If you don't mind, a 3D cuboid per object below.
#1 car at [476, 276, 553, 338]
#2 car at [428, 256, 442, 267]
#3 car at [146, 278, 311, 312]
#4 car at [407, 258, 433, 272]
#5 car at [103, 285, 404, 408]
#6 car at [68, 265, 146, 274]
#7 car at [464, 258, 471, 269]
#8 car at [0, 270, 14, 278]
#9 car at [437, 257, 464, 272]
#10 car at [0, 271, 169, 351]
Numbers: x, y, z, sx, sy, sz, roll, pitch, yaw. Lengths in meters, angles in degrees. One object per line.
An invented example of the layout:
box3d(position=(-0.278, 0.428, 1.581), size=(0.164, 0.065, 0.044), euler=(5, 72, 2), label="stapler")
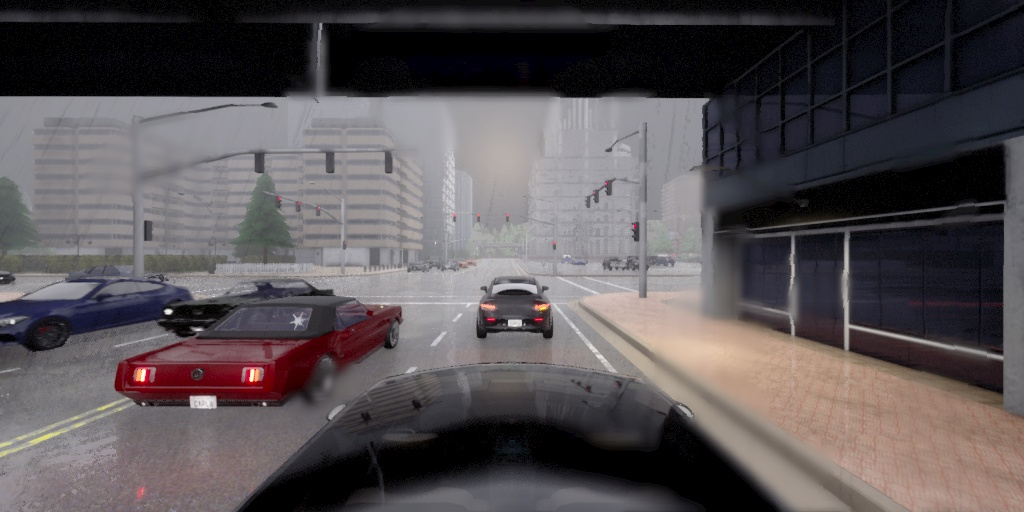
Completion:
box3d(position=(0.071, 1.275, 10.004), size=(1.812, 1.442, 4.674), euler=(0, 0, 0), label="car")
box3d(position=(-11.656, 0.969, 53.975), size=(2.150, 2.045, 5.566), euler=(0, 0, -1), label="car")
box3d(position=(-7.125, 1.350, 10.320), size=(1.895, 1.301, 4.718), euler=(0, 0, 0), label="car")
box3d(position=(-11.582, 1.313, 44.610), size=(1.994, 1.385, 4.181), euler=(0, 0, 0), label="car")
box3d(position=(-3.440, 1.351, 6.237), size=(1.895, 1.301, 4.718), euler=(0, 0, 0), label="car")
box3d(position=(-26.679, 1.297, 24.285), size=(5.357, 1.411, 2.033), euler=(0, 0, 0), label="car")
box3d(position=(-8.173, 1.100, 56.317), size=(2.097, 1.767, 4.553), euler=(0, 0, 0), label="car")
box3d(position=(-36.882, 1.254, 24.227), size=(4.892, 1.490, 1.837), euler=(0, 0, 0), label="car")
box3d(position=(-8.107, 1.240, 47.406), size=(2.128, 1.511, 4.902), euler=(0, 0, 0), label="car")
box3d(position=(-10.627, 1.275, 9.105), size=(1.812, 1.442, 4.674), euler=(0, 0, 0), label="car")
